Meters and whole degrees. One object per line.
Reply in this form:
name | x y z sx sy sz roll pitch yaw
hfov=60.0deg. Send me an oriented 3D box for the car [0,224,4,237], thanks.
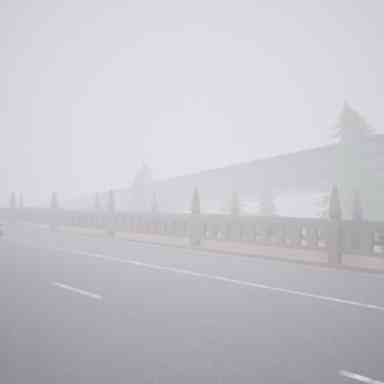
car | -12.030 1.853 17.777 5.357 1.411 2.033 0 -2 38
